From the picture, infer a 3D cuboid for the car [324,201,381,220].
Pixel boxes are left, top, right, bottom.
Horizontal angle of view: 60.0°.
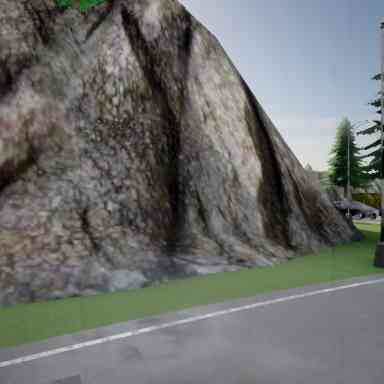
[{"bbox_3d":[13.513,1.492,28.279,2.128,1.511,4.902,0,0,-25],"label":"car"}]
